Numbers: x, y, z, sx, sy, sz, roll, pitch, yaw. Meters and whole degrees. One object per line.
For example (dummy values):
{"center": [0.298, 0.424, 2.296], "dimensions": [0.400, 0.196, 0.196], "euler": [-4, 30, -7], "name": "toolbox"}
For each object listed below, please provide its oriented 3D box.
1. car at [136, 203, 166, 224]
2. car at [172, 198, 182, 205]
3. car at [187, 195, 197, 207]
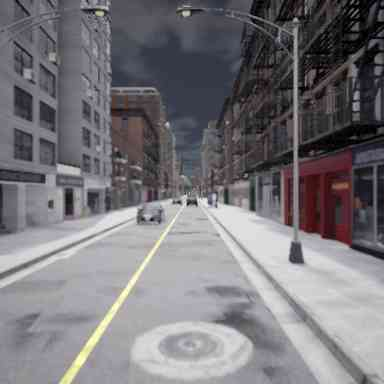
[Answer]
{"center": [-3.098, 1.583, 25.604], "dimensions": [2.128, 1.511, 4.902], "euler": [0, 0, 0], "name": "car"}
{"center": [-3.001, 1.909, 66.419], "dimensions": [1.895, 1.301, 4.718], "euler": [0, 0, 0], "name": "car"}
{"center": [0.006, 1.752, 59.039], "dimensions": [1.882, 1.535, 5.008], "euler": [0, 0, 0], "name": "car"}
